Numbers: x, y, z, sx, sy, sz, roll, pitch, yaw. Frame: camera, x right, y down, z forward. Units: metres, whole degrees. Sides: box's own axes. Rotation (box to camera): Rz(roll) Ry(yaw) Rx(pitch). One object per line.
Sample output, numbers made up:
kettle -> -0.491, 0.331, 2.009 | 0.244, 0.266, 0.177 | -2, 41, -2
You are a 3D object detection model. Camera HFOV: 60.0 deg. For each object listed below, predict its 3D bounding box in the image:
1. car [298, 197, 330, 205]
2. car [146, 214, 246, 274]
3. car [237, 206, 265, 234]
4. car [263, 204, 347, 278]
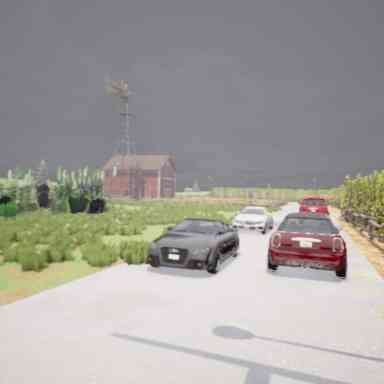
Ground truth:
car -> 9.752, 1.464, 26.698 | 2.150, 2.045, 5.566 | 2, 0, 21
car -> 0.223, 1.558, 10.690 | 1.994, 1.385, 4.181 | 2, 0, 21
car -> 3.789, 1.609, 20.155 | 1.812, 1.442, 4.674 | 2, 0, 21
car -> 3.782, 1.444, 10.892 | 2.097, 1.767, 4.553 | 2, 0, 20
